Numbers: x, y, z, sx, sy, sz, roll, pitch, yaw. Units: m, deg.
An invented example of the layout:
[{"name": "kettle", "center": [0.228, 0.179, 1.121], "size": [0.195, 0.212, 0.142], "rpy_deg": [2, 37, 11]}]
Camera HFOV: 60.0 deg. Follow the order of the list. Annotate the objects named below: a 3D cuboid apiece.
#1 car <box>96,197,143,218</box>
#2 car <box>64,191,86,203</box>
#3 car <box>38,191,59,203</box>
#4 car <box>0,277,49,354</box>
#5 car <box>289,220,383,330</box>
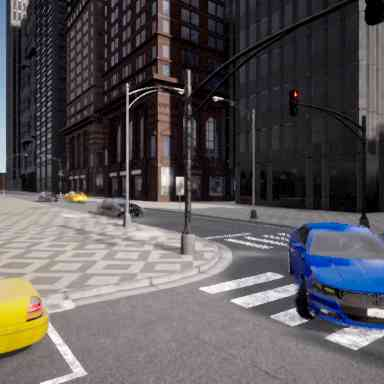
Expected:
[{"name": "car", "center": [-5.712, 1.113, 25.658], "size": [2.033, 1.411, 5.357], "rpy_deg": [0, 1, -36]}, {"name": "car", "center": [-15.992, 0.658, 45.412], "size": [1.882, 1.535, 5.008], "rpy_deg": [0, 1, -36]}, {"name": "car", "center": [-19.266, 0.662, 44.581], "size": [1.837, 1.490, 4.892], "rpy_deg": [0, 1, -35]}, {"name": "car", "center": [-4.232, 1.525, 3.630], "size": [4.829, 1.417, 1.752], "rpy_deg": [0, 0, -35]}, {"name": "car", "center": [3.252, 1.464, 7.338], "size": [1.882, 1.535, 5.008], "rpy_deg": [1, 1, 12]}]
